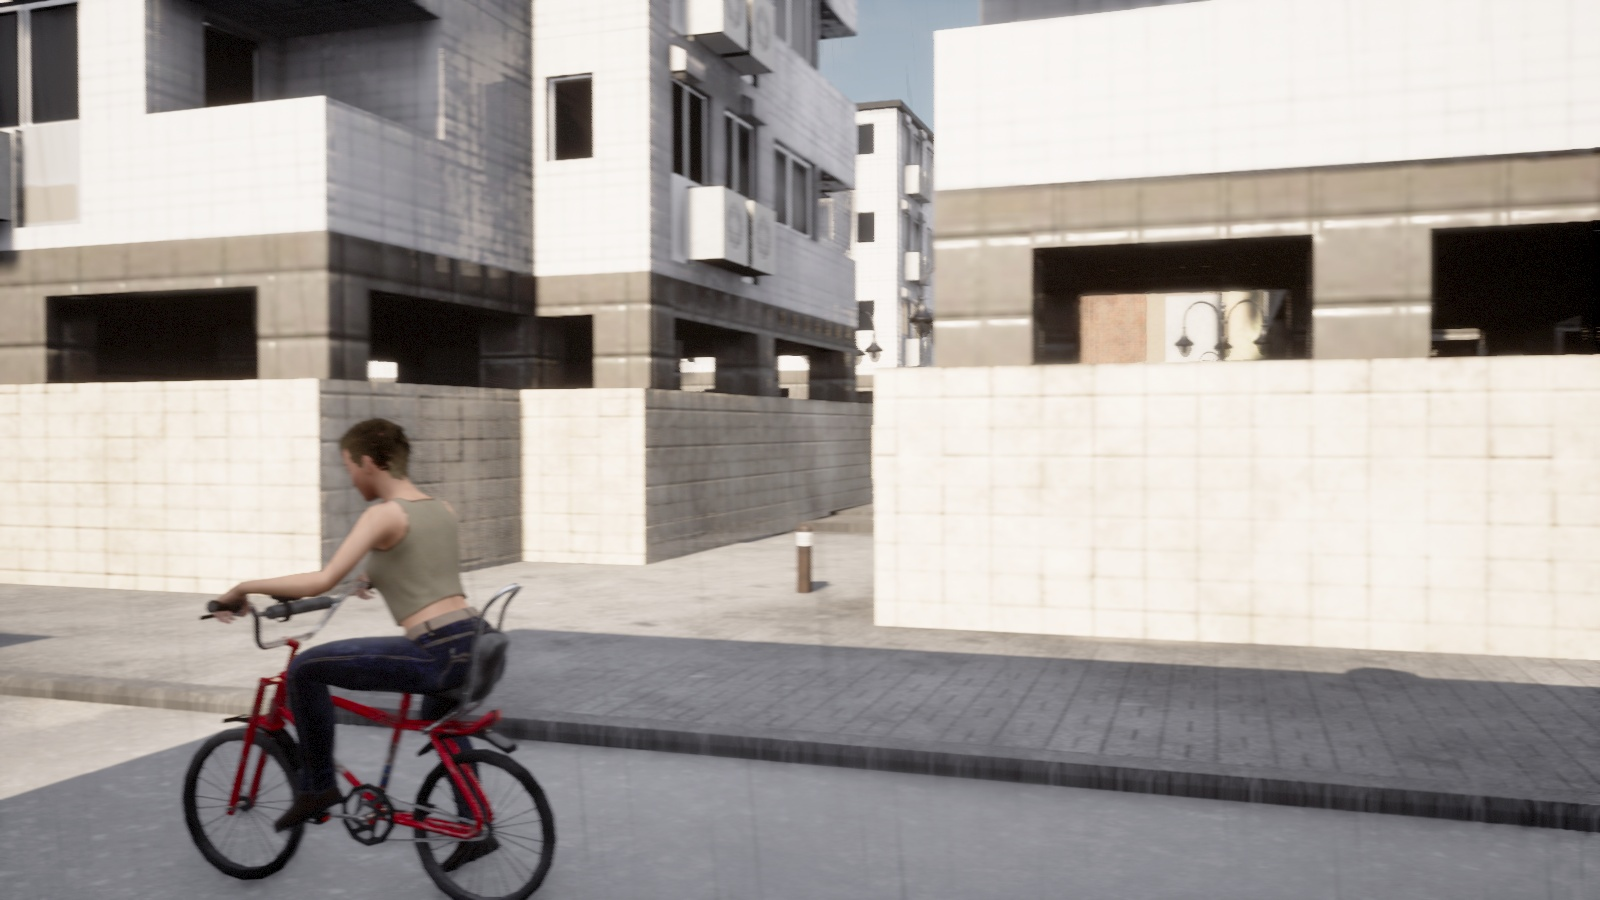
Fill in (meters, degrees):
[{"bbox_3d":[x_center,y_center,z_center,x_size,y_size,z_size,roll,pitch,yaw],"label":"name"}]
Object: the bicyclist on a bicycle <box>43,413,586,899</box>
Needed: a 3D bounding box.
[{"bbox_3d":[-1.609,0.688,4.271,1.509,1.612,0.866,1,1,18],"label":"bicyclist on a bicycle"}]
